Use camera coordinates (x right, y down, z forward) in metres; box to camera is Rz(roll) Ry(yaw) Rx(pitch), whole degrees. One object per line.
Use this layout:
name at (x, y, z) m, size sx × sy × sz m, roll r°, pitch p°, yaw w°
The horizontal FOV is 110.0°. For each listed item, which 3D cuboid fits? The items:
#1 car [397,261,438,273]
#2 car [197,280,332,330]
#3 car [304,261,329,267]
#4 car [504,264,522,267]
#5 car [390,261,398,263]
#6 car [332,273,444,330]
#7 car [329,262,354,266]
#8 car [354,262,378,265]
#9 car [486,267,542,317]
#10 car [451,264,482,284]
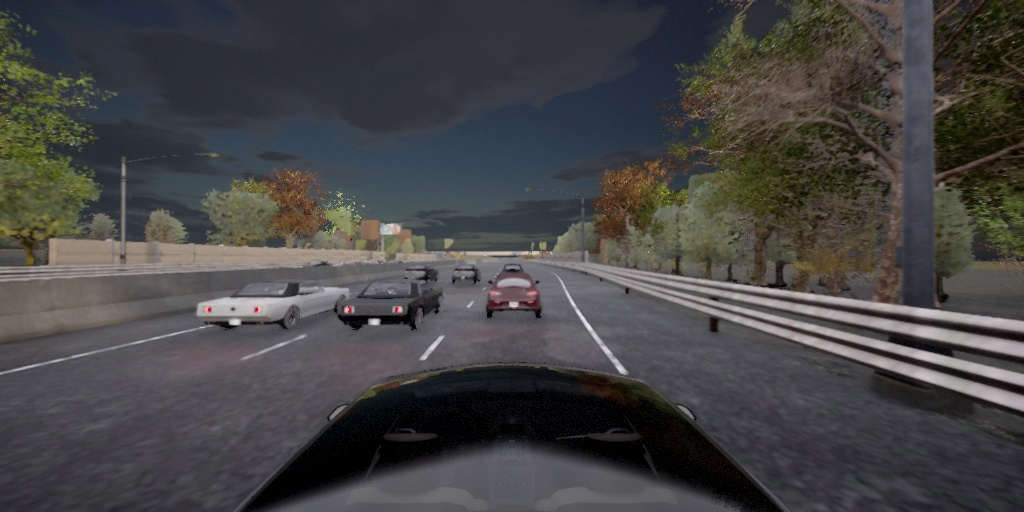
car at (-6.938, 1.337, 27.677) m, size 2.128 × 1.511 × 4.902 m, roll 0°, pitch 0°, yaw 0°
car at (-6.941, 1.384, 11.240) m, size 1.895 × 1.301 × 4.718 m, roll 0°, pitch 0°, yaw 0°
car at (-28.067, 1.429, 52.032) m, size 1.882 × 1.535 × 5.008 m, roll 0°, pitch 0°, yaw 0°
car at (0.063, 1.353, 27.728) m, size 1.837 × 1.490 × 4.892 m, roll 0°, pitch 0°, yaw 0°
car at (-17.573, 1.465, 53.820) m, size 1.837 × 1.490 × 4.892 m, roll 0°, pitch 0°, yaw 0°
car at (-3.440, 1.384, 11.234) m, size 1.895 × 1.301 × 4.718 m, roll 0°, pitch 0°, yaw 0°
car at (-24.565, 1.558, 53.171) m, size 1.895 × 1.301 × 4.718 m, roll 0°, pitch 0°, yaw 1°
car at (-21.067, 1.559, 53.246) m, size 1.895 × 1.301 × 4.718 m, roll 0°, pitch 0°, yaw 1°
car at (0.069, 1.316, 13.212) m, size 1.812 × 1.442 × 4.674 m, roll 0°, pitch 0°, yaw 0°
car at (-3.438, 1.338, 27.673) m, size 2.128 × 1.511 × 4.902 m, roll 0°, pitch 0°, yaw 0°
